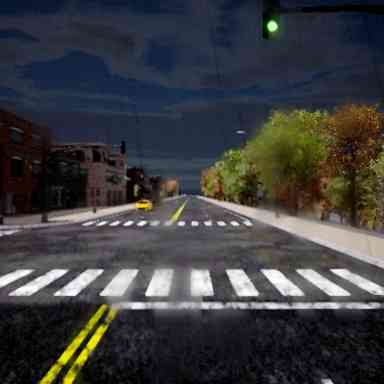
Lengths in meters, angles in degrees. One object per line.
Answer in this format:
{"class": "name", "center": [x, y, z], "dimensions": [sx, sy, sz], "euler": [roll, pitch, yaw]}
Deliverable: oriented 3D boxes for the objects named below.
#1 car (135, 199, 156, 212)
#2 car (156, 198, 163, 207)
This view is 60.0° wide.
{"class": "car", "center": [-6.572, 1.873, 45.595], "dimensions": [1.882, 1.535, 5.008], "euler": [0, 1, 0]}
{"class": "car", "center": [-6.631, 2.016, 63.893], "dimensions": [1.837, 1.490, 4.892], "euler": [0, 1, 0]}
